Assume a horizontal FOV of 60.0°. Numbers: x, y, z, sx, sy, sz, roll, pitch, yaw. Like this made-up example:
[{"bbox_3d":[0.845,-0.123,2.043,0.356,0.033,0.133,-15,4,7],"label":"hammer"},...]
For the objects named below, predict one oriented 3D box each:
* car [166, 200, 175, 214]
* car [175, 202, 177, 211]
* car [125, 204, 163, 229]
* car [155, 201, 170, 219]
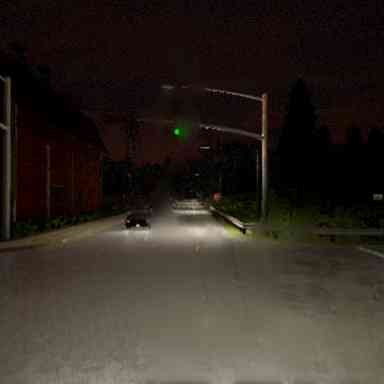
[{"bbox_3d":[-3.577,2.106,43.740,1.812,1.442,4.674,0,-1,0],"label":"car"},{"bbox_3d":[-3.542,2.059,53.424,2.097,1.767,4.553,0,-1,0],"label":"car"},{"bbox_3d":[-3.591,1.877,24.700,2.033,1.411,5.357,0,-1,0],"label":"car"},{"bbox_3d":[-3.587,1.963,34.444,1.837,1.490,4.892,0,-1,0],"label":"car"}]
